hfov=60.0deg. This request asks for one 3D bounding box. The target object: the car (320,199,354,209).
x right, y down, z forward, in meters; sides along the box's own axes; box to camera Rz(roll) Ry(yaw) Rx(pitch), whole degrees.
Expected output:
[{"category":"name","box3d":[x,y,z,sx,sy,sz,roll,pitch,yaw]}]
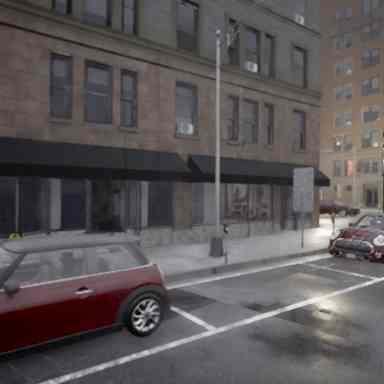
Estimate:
[{"category":"car","box3d":[12.697,1.402,30.316,1.882,1.535,5.008,1,0,-37]}]

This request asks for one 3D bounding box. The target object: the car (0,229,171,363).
[{"category":"car","box3d":[-2.431,1.440,5.022,4.097,1.590,1.967,0,0,-35]}]

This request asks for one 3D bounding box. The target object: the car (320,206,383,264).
[{"category":"car","box3d":[6.517,1.444,11.397,4.097,1.590,1.967,0,0,-35]}]
